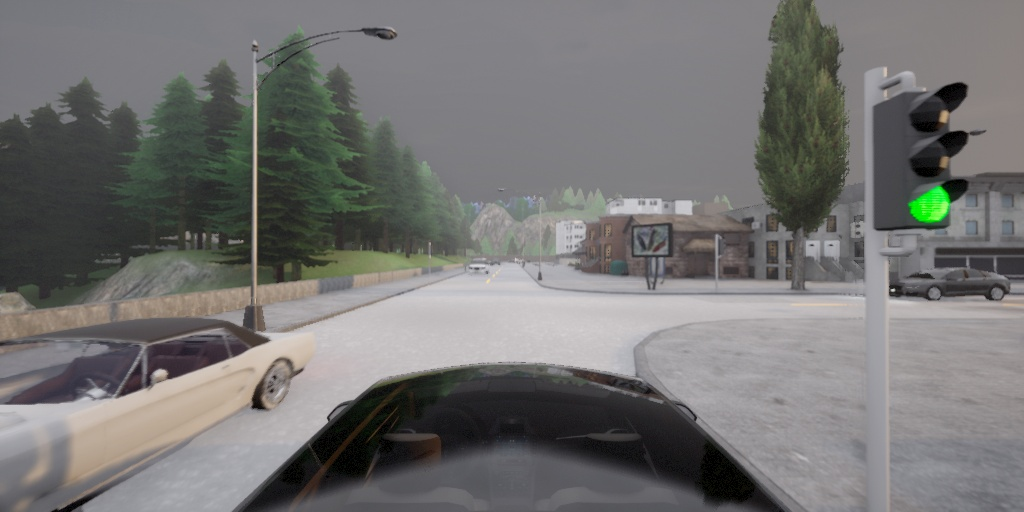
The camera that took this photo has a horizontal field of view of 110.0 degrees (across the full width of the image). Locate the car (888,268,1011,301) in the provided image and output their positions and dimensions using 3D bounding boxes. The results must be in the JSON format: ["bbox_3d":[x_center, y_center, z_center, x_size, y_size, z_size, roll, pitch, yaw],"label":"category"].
[{"bbox_3d":[20.840,1.341,17.343,4.892,1.490,1.837,-1,0,0],"label":"car"}]

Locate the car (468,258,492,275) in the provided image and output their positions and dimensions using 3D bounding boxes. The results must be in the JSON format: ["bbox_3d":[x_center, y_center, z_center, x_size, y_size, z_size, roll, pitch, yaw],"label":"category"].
[{"bbox_3d":[-3.983,1.330,43.281,2.150,2.045,5.566,0,1,0],"label":"car"}]

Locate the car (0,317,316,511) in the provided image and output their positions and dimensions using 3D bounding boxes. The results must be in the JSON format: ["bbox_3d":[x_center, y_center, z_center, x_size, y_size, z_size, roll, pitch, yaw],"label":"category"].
[{"bbox_3d":[-4.000,1.368,3.372,1.895,1.301,4.718,0,0,0],"label":"car"}]
